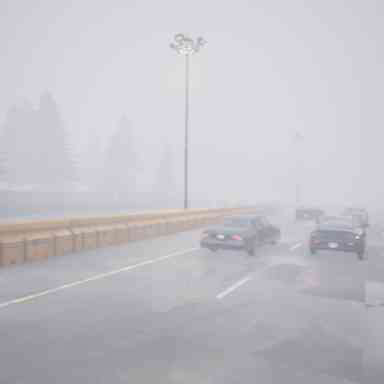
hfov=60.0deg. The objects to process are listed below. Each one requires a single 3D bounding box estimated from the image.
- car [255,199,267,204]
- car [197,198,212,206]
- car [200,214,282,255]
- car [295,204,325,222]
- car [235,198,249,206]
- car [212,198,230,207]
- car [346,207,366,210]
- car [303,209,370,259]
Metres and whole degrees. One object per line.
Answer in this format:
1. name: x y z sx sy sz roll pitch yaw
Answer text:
1. car: 12.779 2.037 61.162 2.033 1.411 5.357 0 0 19
2. car: 2.559 1.948 63.597 2.033 1.411 5.357 0 0 19
3. car: 2.230 1.651 13.896 2.033 1.411 5.357 0 0 29
4. car: 10.217 1.748 28.587 1.882 1.535 5.008 0 0 28
5. car: 9.333 1.937 61.973 1.882 1.535 5.008 1 0 19
6. car: 5.926 1.922 62.797 2.128 1.511 4.902 0 0 19
7. car: 12.470 1.822 25.388 2.033 1.411 5.357 0 0 28
8. car: 5.979 1.664 13.426 1.812 1.442 4.674 0 0 29
